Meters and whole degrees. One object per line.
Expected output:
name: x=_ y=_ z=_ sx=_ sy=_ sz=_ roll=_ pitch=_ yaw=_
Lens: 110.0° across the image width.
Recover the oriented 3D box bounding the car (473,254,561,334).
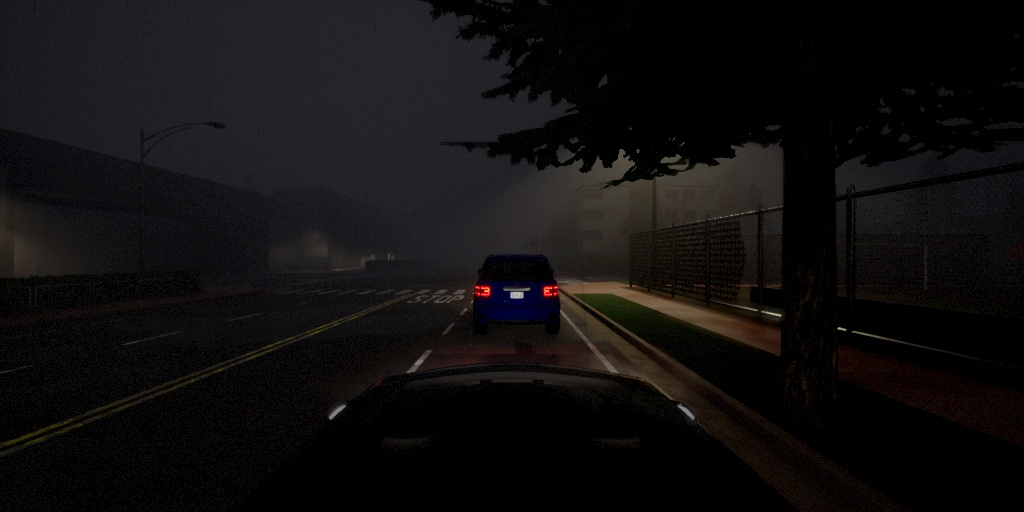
car: x=0.115 y=0.972 z=10.738 sx=2.150 sy=2.045 sz=5.566 roll=0 pitch=0 yaw=0

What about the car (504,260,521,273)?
car: x=0.025 y=1.242 z=45.614 sx=2.128 sy=1.511 sz=4.902 roll=0 pitch=0 yaw=0
